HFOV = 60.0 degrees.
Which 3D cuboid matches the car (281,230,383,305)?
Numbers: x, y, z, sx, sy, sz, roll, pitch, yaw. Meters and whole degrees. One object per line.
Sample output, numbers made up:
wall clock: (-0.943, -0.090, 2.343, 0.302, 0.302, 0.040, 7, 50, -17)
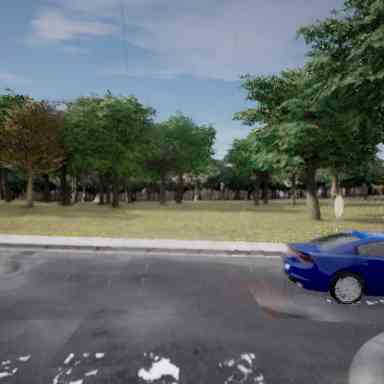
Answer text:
car: (4.786, 1.733, 8.145, 5.008, 1.535, 1.882, 2, 0, -1)
